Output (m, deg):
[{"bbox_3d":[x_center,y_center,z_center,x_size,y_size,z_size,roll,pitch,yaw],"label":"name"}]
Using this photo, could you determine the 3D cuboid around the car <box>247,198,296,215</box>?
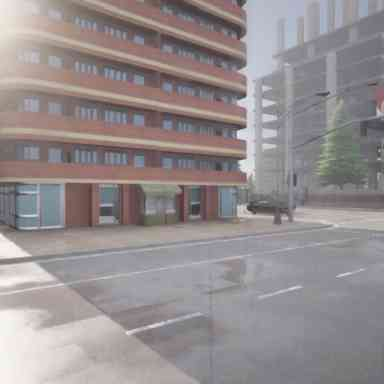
[{"bbox_3d":[7.687,1.601,32.712,1.895,1.301,4.718,0,0,-36],"label":"car"}]

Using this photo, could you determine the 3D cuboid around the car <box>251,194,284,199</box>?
[{"bbox_3d":[8.845,1.222,37.055,2.150,2.045,5.566,0,0,-36],"label":"car"}]
